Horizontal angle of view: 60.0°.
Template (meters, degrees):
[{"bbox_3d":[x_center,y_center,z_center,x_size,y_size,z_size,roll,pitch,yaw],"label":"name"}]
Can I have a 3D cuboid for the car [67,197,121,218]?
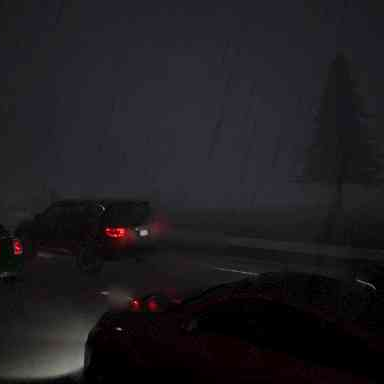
[{"bbox_3d":[-9.235,1.352,31.604,2.097,1.767,4.553,0,0,36],"label":"car"}]

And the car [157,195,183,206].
[{"bbox_3d":[-3.720,1.352,56.935,2.097,1.767,4.553,0,0,36],"label":"car"}]

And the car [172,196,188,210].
[{"bbox_3d":[-3.225,1.547,39.837,2.033,1.411,5.357,0,0,36],"label":"car"}]

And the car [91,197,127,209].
[{"bbox_3d":[-11.465,1.505,46.353,1.837,1.490,4.892,0,0,36],"label":"car"}]

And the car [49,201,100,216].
[{"bbox_3d":[-11.879,1.601,33.925,1.895,1.301,4.718,0,0,36],"label":"car"}]

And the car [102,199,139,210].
[{"bbox_3d":[-9.284,1.601,43.408,1.895,1.301,4.718,0,0,36],"label":"car"}]

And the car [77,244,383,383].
[{"bbox_3d":[0.802,1.564,3.417,4.181,1.385,1.994,0,0,35],"label":"car"}]

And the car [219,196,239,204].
[{"bbox_3d":[7.374,1.561,66.034,1.812,1.442,4.674,0,0,36],"label":"car"}]

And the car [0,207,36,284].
[{"bbox_3d":[-6.249,1.352,8.414,4.553,1.767,2.097,0,0,36],"label":"car"}]

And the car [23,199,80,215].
[{"bbox_3d":[-14.933,1.547,35.679,2.033,1.411,5.357,0,0,36],"label":"car"}]

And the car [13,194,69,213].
[{"bbox_3d":[-17.317,1.222,38.349,2.150,2.045,5.566,0,0,36],"label":"car"}]

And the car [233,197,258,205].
[{"bbox_3d":[9.478,1.601,57.145,1.895,1.301,4.718,0,0,37],"label":"car"}]

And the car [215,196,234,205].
[{"bbox_3d":[6.129,1.547,58.505,2.033,1.411,5.357,0,0,37],"label":"car"}]

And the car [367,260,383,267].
[{"bbox_3d":[5.006,1.478,4.717,5.008,1.535,1.882,0,0,35],"label":"car"}]

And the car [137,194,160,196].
[{"bbox_3d":[-6.071,1.223,41.874,2.150,2.045,5.566,0,0,36],"label":"car"}]

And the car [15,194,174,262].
[{"bbox_3d":[-3.505,1.221,10.755,5.566,2.045,2.150,0,0,36],"label":"car"}]

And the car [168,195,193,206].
[{"bbox_3d":[-1.830,1.478,53.597,1.882,1.535,5.008,0,0,36],"label":"car"}]
